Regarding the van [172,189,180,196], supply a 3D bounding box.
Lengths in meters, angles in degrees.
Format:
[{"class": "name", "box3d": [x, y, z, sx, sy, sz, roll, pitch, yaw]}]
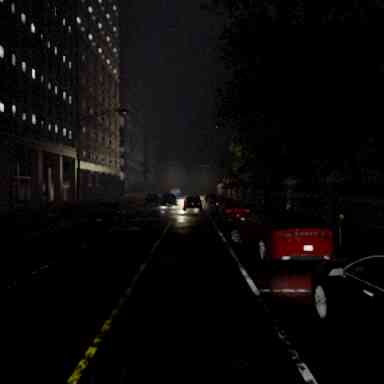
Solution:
[{"class": "van", "box3d": [-4.218, 0.040, 89.300, 1.690, 1.788, 3.998, 0, 1, 2]}]

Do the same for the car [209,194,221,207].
[{"class": "car", "box3d": [2.712, 1.148, 27.131, 2.008, 1.369, 4.403, 0, 1, 0]}]

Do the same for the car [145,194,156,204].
[{"class": "car", "box3d": [-5.200, 0.891, 44.294, 1.887, 1.381, 4.507, 0, 1, 0]}]

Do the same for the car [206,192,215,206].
[{"class": "car", "box3d": [2.770, 0.977, 38.410, 1.887, 1.381, 4.507, 0, 1, 0]}]

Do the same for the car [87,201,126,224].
[{"class": "car", "box3d": [-5.463, 1.242, 21.803, 1.947, 1.339, 4.313, 0, 1, 0]}]

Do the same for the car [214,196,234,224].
[{"class": "car", "box3d": [2.707, 1.225, 21.498, 1.887, 1.381, 4.507, 0, 1, 0]}]

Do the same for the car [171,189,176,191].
[{"class": "car", "box3d": [-4.836, 0.587, 66.794, 1.947, 1.339, 4.313, 0, 1, 1]}]

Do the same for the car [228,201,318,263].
[{"class": "car", "box3d": [2.834, 1.307, 11.388, 1.882, 1.535, 5.008, 0, 1, -7]}]

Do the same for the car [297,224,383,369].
[{"class": "car", "box3d": [3.020, 1.442, 4.023, 1.837, 1.490, 4.892, 0, 1, 0]}]

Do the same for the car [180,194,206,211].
[{"class": "car", "box3d": [0.110, 1.068, 32.341, 2.033, 1.411, 5.357, 0, 1, 1]}]

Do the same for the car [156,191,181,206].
[{"class": "car", "box3d": [-2.758, 0.947, 40.653, 2.033, 1.411, 5.357, 0, 1, 1]}]

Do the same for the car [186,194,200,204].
[{"class": "car", "box3d": [0.188, 0.921, 46.099, 1.895, 1.301, 4.718, 0, 1, 1]}]

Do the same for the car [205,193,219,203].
[{"class": "car", "box3d": [2.890, 0.813, 49.690, 1.887, 1.381, 4.507, 0, 1, 1]}]

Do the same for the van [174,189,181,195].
[{"class": "van", "box3d": [-4.028, -0.040, 94.926, 1.690, 1.788, 3.998, 0, 1, 2]}]

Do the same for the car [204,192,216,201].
[{"class": "car", "box3d": [2.977, 0.710, 55.499, 1.752, 1.417, 4.829, 0, 1, 1]}]

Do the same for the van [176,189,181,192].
[{"class": "van", "box3d": [-4.396, 0.120, 83.668, 1.690, 1.788, 3.998, 0, 1, 2]}]
